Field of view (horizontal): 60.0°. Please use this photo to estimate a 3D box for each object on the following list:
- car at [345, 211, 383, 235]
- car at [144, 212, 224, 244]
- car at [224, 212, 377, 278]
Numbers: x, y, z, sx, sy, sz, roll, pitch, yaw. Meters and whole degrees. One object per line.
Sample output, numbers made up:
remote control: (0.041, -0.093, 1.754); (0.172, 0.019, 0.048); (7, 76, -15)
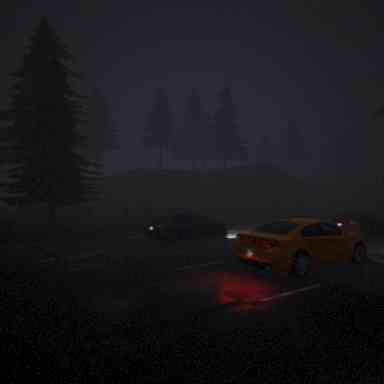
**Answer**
car: (9.645, 1.774, 19.228); (4.181, 1.385, 1.994); (1, 0, -35)
car: (-0.255, 1.667, 16.464); (4.181, 1.385, 1.994); (1, 0, -36)
car: (3.606, 1.578, 10.619); (5.008, 1.535, 1.882); (1, 0, -36)
